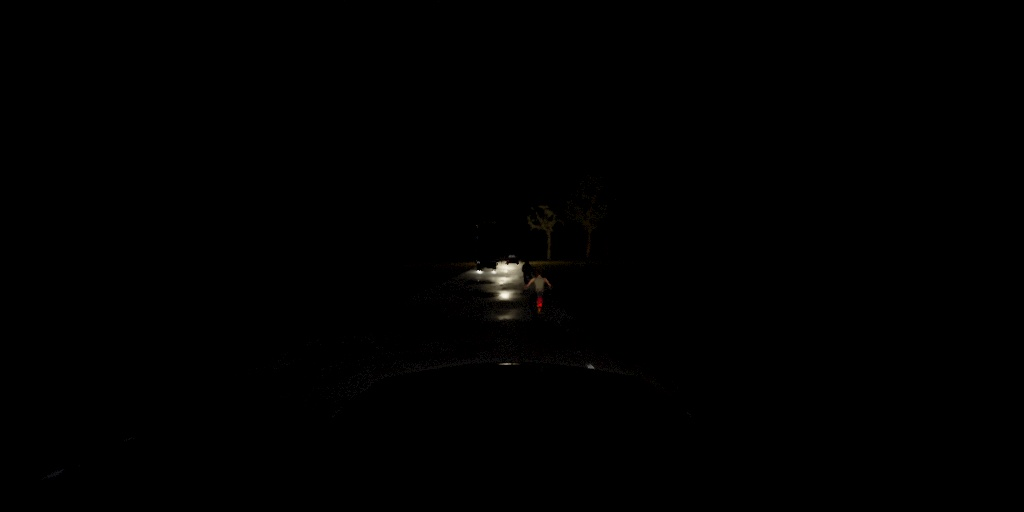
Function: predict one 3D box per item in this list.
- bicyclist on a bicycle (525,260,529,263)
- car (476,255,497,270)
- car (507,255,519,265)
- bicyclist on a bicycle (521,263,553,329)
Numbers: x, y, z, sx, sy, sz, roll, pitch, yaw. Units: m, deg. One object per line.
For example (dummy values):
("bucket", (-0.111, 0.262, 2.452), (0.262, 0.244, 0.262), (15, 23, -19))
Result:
("bicyclist on a bicycle", (0.758, 1.025, 18.025), (0.582, 1.620, 1.656), (0, 0, 0))
("car", (-2.822, 0.672, 40.686), (2.097, 1.767, 4.553), (0, 1, 0))
("car", (0.095, 0.721, 58.128), (1.895, 1.301, 4.718), (0, 1, 0))
("bicyclist on a bicycle", (0.733, 1.098, 9.833), (0.866, 1.612, 1.509), (0, 1, 0))
